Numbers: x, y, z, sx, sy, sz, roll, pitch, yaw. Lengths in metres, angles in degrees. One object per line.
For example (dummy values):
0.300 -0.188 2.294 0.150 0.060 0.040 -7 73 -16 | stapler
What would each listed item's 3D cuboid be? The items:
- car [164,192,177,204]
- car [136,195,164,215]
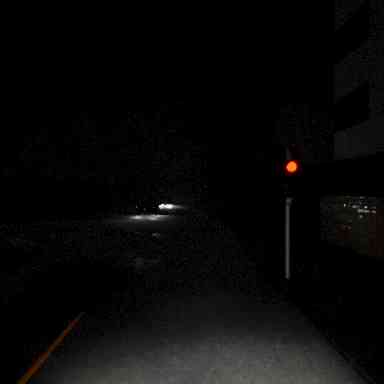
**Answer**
-4.087 1.169 53.364 2.128 1.511 4.902 0 0 1 | car
-4.163 1.311 31.946 1.837 1.490 4.892 0 0 1 | car
